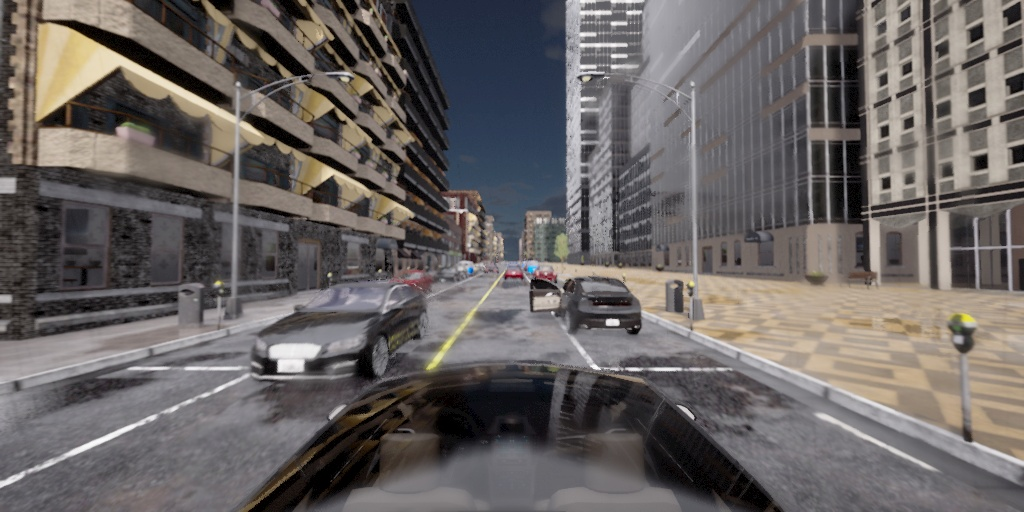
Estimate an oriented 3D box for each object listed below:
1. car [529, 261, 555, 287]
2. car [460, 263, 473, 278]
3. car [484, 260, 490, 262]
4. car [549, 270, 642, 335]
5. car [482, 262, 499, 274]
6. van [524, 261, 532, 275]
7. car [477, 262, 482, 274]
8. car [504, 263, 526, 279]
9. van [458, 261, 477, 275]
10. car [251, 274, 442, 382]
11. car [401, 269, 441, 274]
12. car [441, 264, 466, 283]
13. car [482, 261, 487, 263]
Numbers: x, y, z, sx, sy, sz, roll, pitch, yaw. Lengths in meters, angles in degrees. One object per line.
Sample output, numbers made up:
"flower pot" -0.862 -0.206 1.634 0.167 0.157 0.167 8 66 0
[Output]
"car" 2.802 1.505 31.477 1.967 1.591 4.097 0 0 0
"car" -5.557 1.674 37.079 2.007 1.370 4.403 0 0 0
"car" -5.451 1.947 64.756 1.751 1.417 4.829 0 0 0
"car" 2.386 1.352 10.892 1.837 1.490 4.892 0 -1 0
"car" -2.816 1.868 50.416 1.994 1.385 4.181 0 -1 0
"van" 2.867 1.584 48.185 1.690 1.789 3.998 0 0 0
"car" -5.515 1.768 48.048 1.751 1.417 4.829 0 0 0
"car" 0.207 1.702 38.293 1.994 1.385 4.181 0 -1 1
"van" -5.536 1.523 42.649 1.690 1.789 3.998 0 0 0
"car" -3.082 1.301 7.479 2.128 1.511 4.902 0 -1 0
"car" -5.622 1.490 20.371 1.888 1.381 4.507 0 0 0
"car" -5.579 1.629 31.510 1.948 1.339 4.313 0 0 0
"car" -5.471 1.912 59.356 2.007 1.370 4.403 0 0 0
